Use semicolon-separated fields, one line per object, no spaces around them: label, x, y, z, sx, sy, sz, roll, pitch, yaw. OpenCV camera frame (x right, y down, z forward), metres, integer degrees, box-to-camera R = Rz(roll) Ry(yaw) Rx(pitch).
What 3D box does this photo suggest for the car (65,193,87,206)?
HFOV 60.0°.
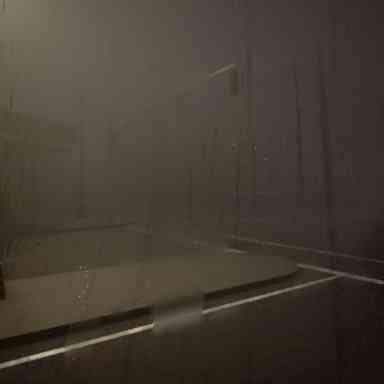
car;-19.104;1.322;55.476;2.097;1.767;4.553;0;0;-36
